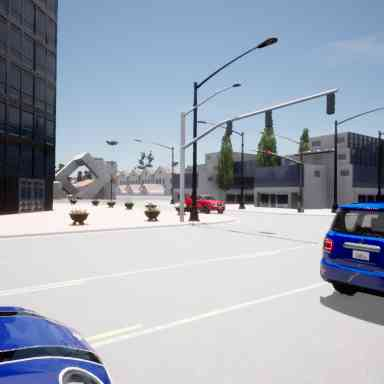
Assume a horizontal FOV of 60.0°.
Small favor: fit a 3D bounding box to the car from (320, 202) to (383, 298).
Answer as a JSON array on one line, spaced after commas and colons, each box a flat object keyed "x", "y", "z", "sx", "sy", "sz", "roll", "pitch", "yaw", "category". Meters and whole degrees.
[{"x": 5.232, "y": 1.240, "z": 7.526, "sx": 5.566, "sy": 2.045, "sz": 2.150, "roll": 0, "pitch": 0, "yaw": -35, "category": "car"}]

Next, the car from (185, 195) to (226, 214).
[{"x": 1.344, "y": 1.313, "z": 36.733, "sx": 2.150, "sy": 2.045, "sz": 5.566, "roll": 1, "pitch": 0, "yaw": -35, "category": "car"}]

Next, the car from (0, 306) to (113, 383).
[{"x": -2.700, "y": 1.352, "z": 1.818, "sx": 4.553, "sy": 1.767, "sz": 2.097, "roll": 0, "pitch": 0, "yaw": -35, "category": "car"}]
